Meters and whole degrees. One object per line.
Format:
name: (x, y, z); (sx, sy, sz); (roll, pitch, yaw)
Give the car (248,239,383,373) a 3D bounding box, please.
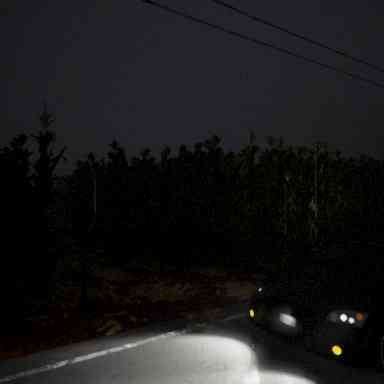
car: (2.961, 1.538, 5.589); (4.181, 1.385, 1.994); (0, 0, -33)
